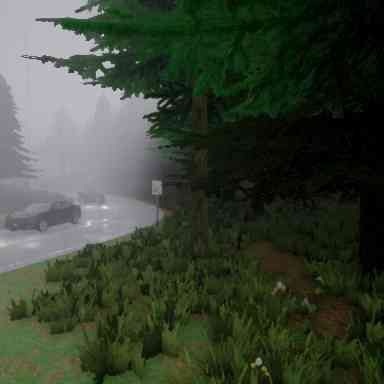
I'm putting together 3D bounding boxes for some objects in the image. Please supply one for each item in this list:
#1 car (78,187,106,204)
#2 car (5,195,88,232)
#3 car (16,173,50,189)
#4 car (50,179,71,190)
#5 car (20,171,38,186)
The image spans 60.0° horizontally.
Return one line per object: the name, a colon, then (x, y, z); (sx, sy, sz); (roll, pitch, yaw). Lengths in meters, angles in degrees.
car: (-9.836, 0.332, 32.510); (1.837, 1.490, 4.892); (1, 5, -31)
car: (-8.189, 1.226, 18.792); (1.882, 1.535, 5.008); (0, 3, 12)
car: (-21.281, -1.656, 43.121); (5.566, 2.045, 2.150); (6, 4, 37)
car: (-18.443, -0.951, 45.363); (4.892, 1.490, 1.837); (6, 4, 38)
car: (-25.775, -2.127, 52.419); (2.150, 2.045, 5.566); (0, 5, -30)
